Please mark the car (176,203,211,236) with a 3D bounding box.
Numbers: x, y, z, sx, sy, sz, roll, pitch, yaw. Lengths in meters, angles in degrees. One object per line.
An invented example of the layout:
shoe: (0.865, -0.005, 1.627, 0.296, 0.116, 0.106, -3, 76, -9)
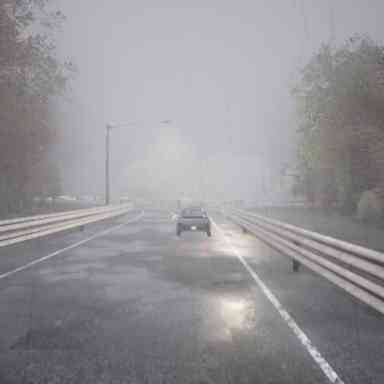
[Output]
car: (0.093, 1.678, 19.863, 2.128, 1.511, 4.902, 0, 0, 0)
